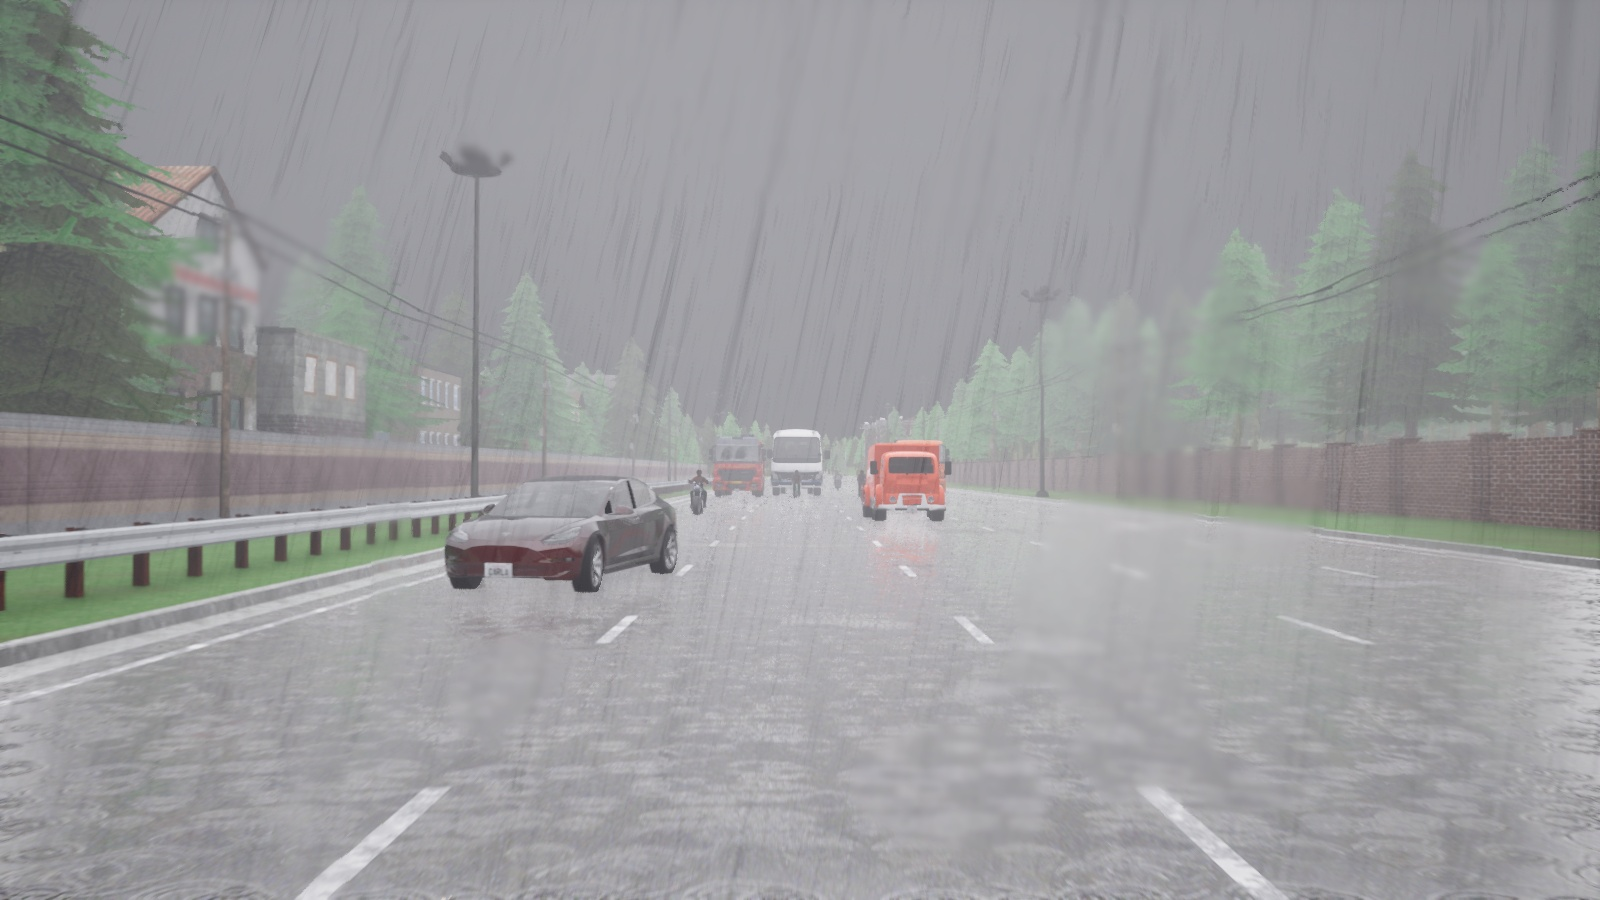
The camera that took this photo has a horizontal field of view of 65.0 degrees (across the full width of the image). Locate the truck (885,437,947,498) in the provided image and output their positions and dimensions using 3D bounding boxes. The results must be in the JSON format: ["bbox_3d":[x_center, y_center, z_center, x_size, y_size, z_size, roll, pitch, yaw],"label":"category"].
[{"bbox_3d":[6.817,1.055,74.660,2.891,3.462,7.936,0,-1,0],"label":"truck"}]

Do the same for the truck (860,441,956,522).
[{"bbox_3d":[3.400,0.995,40.681,2.627,2.467,5.204,0,-1,0],"label":"truck"}]

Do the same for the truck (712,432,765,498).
[{"bbox_3d":[-3.690,0.961,77.416,2.891,3.827,8.468,0,-1,0],"label":"truck"}]

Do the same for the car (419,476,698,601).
[{"bbox_3d":[-3.183,1.124,17.755,2.163,1.488,4.792,0,-1,12],"label":"car"}]

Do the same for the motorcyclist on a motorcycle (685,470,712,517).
[{"bbox_3d":[-3.608,1.530,44.829,0.766,1.649,2.350,0,-1,0],"label":"motorcyclist on a motorcycle"}]

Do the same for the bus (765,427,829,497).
[{"bbox_3d":[-0.204,0.822,82.648,3.944,4.253,10.273,0,-1,0],"label":"bus"}]
